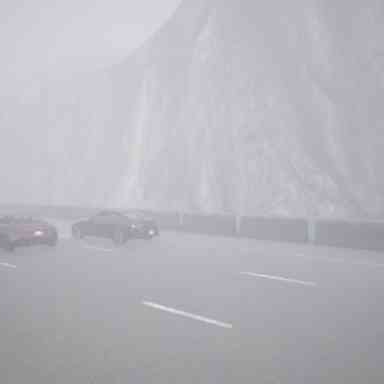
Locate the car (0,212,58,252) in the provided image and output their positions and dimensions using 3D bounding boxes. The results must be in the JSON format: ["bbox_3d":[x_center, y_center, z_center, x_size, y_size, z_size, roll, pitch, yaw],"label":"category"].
[{"bbox_3d":[-7.408,1.509,13.738,4.181,1.385,1.994,1,0,36],"label":"car"}]

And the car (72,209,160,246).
[{"bbox_3d":[-3.553,1.500,15.258,4.674,1.442,1.812,1,0,36],"label":"car"}]
